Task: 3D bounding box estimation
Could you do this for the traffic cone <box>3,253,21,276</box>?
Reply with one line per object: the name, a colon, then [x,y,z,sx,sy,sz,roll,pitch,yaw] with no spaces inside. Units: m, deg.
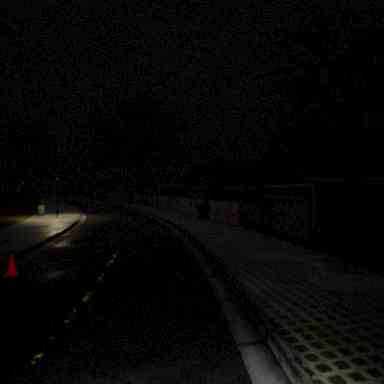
traffic cone: [-4.920,1.969,9.102,0.340,0.580,0.340,0,0,-6]
